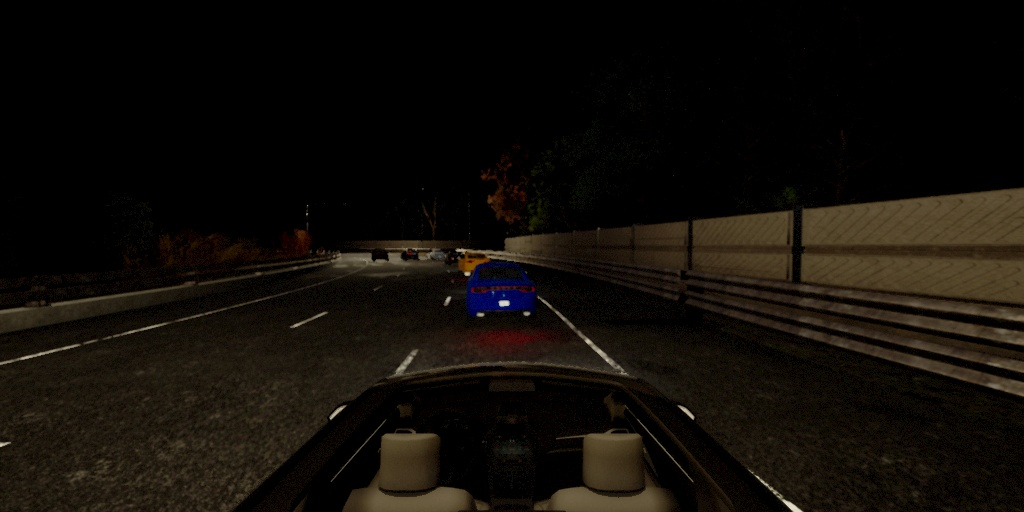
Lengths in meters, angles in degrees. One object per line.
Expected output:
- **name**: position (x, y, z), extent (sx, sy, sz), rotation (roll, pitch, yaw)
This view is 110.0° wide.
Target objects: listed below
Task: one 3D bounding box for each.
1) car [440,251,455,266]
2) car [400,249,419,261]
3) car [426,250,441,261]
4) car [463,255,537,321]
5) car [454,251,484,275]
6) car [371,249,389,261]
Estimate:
- **car**: position (-5.857, 0.218, 37.173), extent (2.033, 1.411, 5.357), rotation (-1, 2, -17)
- **car**: position (-13.436, -0.132, 46.980), extent (2.128, 1.511, 4.902), rotation (-1, 2, -24)
- **car**: position (-10.326, -0.152, 48.650), extent (1.812, 1.442, 4.674), rotation (-1, 2, -25)
- **car**: position (-0.450, 0.931, 11.255), extent (1.882, 1.535, 5.008), rotation (0, 2, -6)
- **car**: position (-2.756, 0.499, 25.621), extent (1.882, 1.535, 5.008), rotation (0, 1, -14)
- **car**: position (-17.536, -0.162, 47.493), extent (1.882, 1.535, 5.008), rotation (-1, 2, -25)
